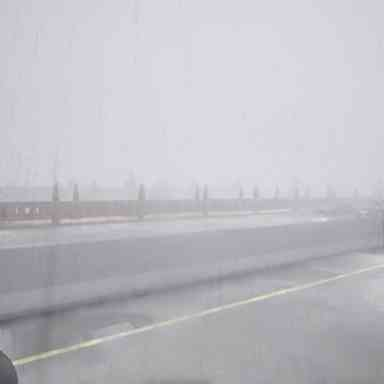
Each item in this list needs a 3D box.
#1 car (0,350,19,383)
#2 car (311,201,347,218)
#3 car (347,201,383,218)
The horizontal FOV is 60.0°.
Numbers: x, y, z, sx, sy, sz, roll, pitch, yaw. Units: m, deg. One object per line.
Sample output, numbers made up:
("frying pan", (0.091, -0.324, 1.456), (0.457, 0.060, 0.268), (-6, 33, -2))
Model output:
("car", (-3.450, 1.477, 1.284), (5.008, 1.535, 1.882), (0, 0, -36))
("car", (13.339, 1.556, 30.708), (5.357, 1.411, 2.033), (0, 0, -35))
("car", (15.674, 1.500, 28.073), (4.902, 1.511, 2.128), (0, 0, -35))
